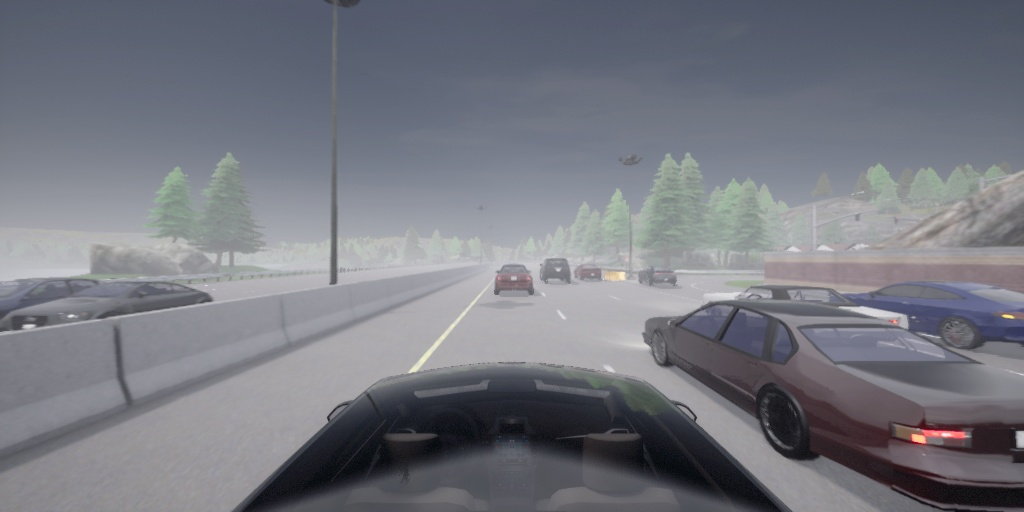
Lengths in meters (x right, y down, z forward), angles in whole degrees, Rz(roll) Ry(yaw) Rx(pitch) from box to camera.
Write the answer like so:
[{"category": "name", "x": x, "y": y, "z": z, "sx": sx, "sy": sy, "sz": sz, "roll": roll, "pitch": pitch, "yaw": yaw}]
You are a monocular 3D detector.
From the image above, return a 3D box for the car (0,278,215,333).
[{"category": "car", "x": -10.531, "y": 1.381, "z": 9.825, "sx": 1.994, "sy": 1.385, "sz": 4.181, "roll": 0, "pitch": -1, "yaw": 1}]

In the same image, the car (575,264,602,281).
[{"category": "car", "x": 7.105, "y": 1.490, "z": 33.991, "sx": 1.882, "sy": 1.535, "sz": 5.008, "roll": 0, "pitch": 0, "yaw": 0}]

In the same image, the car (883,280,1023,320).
[{"category": "car", "x": 10.601, "y": 1.336, "z": 9.106, "sx": 1.812, "sy": 1.442, "sz": 4.674, "roll": 0, "pitch": -1, "yaw": 0}]

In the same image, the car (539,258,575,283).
[{"category": "car", "x": 3.605, "y": 1.207, "z": 30.503, "sx": 2.150, "sy": 2.045, "sz": 5.566, "roll": 0, "pitch": 0, "yaw": 0}]

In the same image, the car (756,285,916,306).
[{"category": "car", "x": 7.101, "y": 1.414, "z": 9.543, "sx": 1.895, "sy": 1.301, "sz": 4.718, "roll": 0, "pitch": 0, "yaw": 0}]

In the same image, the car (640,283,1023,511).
[{"category": "car", "x": 3.599, "y": 1.324, "z": 4.969, "sx": 2.033, "sy": 1.411, "sz": 5.357, "roll": 0, "pitch": 0, "yaw": 0}]

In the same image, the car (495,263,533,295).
[{"category": "car", "x": 0.103, "y": 1.262, "z": 21.473, "sx": 2.097, "sy": 1.767, "sz": 4.553, "roll": 0, "pitch": -1, "yaw": 0}]

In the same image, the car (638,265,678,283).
[{"category": "car", "x": 10.822, "y": 1.446, "z": 26.903, "sx": 2.128, "sy": 1.511, "sz": 4.902, "roll": 0, "pitch": -1, "yaw": 7}]

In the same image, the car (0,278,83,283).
[{"category": "car", "x": -14.021, "y": 1.371, "z": 10.669, "sx": 2.033, "sy": 1.411, "sz": 5.357, "roll": 0, "pitch": 0, "yaw": 0}]
